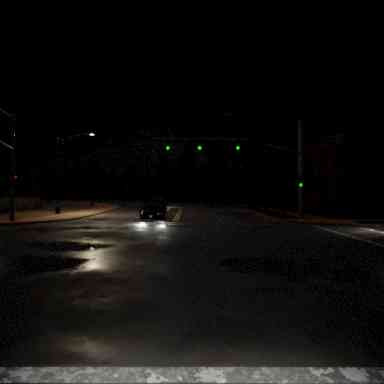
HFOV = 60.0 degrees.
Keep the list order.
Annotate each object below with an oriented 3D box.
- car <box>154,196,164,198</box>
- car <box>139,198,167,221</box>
[{"bbox_3d":[-5.176,1.449,52.749,1.882,1.535,5.008,1,0,-15],"label":"car"},{"bbox_3d":[-3.051,1.532,26.876,1.837,1.490,4.892,0,0,0],"label":"car"}]
